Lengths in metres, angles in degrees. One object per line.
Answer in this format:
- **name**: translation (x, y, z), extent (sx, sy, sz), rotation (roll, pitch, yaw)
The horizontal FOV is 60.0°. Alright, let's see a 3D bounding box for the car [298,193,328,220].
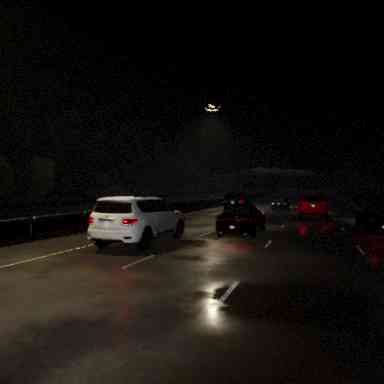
- **car**: translation (9.982, 1.097, 27.455), extent (2.150, 2.045, 5.566), rotation (0, 1, 20)

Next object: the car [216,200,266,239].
- **car**: translation (2.678, 1.442, 17.485), extent (1.882, 1.535, 5.008), rotation (0, 0, 20)

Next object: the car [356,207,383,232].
- **car**: translation (10.851, 1.534, 19.517), extent (1.895, 1.301, 4.718), rotation (0, 0, 20)

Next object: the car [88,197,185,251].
- **car**: translation (-2.149, 1.209, 14.412), extent (2.150, 2.045, 5.566), rotation (0, 0, 20)

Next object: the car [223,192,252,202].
- **car**: translation (4.684, 1.056, 33.386), extent (2.150, 2.045, 5.566), rotation (0, 0, 20)

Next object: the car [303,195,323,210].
- **car**: translation (14.358, 1.210, 39.589), extent (2.128, 1.511, 4.902), rotation (0, 1, 20)

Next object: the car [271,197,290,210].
- **car**: translation (10.355, 1.297, 38.801), extent (2.033, 1.411, 5.357), rotation (0, 1, 20)
